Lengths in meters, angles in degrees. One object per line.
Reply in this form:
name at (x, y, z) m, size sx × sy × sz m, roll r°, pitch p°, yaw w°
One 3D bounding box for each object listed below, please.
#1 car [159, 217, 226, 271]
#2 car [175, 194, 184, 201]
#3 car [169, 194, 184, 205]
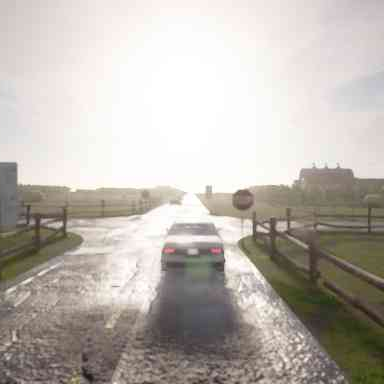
car at (0.037, 1.528, 10.781) m, size 2.033 × 1.411 × 5.357 m, roll 0°, pitch 0°, yaw 0°
car at (-2.751, 1.249, 72.764) m, size 1.837 × 1.490 × 4.892 m, roll 0°, pitch 0°, yaw 0°
car at (-2.810, 1.513, 56.424) m, size 1.895 × 1.301 × 4.718 m, roll 0°, pitch 0°, yaw 0°
